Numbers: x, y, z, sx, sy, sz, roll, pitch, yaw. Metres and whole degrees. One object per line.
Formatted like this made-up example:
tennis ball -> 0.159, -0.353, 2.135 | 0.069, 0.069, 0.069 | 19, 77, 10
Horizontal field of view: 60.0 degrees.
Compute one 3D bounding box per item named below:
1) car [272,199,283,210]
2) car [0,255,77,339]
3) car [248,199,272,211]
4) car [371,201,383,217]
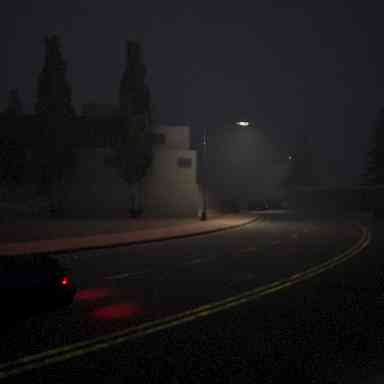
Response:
car -> 12.512, 1.838, 51.919 | 2.097, 1.767, 4.553 | 0, 0, -6
car -> -4.627, 1.578, 5.002 | 5.357, 1.411, 2.033 | 1, -1, -36
car -> 9.429, 1.948, 47.731 | 1.837, 1.490, 4.892 | 0, -1, -5
car -> 19.941, 1.702, 33.644 | 2.097, 1.767, 4.553 | 0, -1, 9
